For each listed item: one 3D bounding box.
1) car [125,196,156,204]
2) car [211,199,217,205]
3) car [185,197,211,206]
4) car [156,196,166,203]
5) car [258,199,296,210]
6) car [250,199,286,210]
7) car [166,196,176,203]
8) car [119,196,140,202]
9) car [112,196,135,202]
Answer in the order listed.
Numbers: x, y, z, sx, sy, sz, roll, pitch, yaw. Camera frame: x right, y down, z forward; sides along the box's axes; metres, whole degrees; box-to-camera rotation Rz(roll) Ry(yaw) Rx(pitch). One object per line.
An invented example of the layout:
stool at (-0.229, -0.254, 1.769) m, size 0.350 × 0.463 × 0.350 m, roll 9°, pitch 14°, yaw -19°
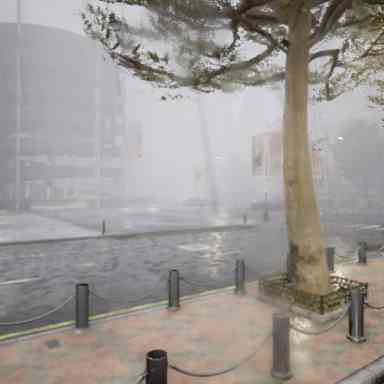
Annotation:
car at (-10.916, 1.740, 69.609) m, size 5.357 × 1.411 × 2.033 m, roll 0°, pitch 0°, yaw 30°
car at (2.867, 1.808, 62.079) m, size 1.994 × 1.385 × 4.181 m, roll 0°, pitch 0°, yaw -37°
car at (0.717, 1.729, 59.099) m, size 1.837 × 1.490 × 4.892 m, roll 1°, pitch -1°, yaw -38°
car at (-8.692, 1.720, 72.381) m, size 4.892 × 1.490 × 1.837 m, roll 0°, pitch 0°, yaw 30°
car at (12.425, 1.793, 48.894) m, size 2.033 × 1.411 × 5.357 m, roll 0°, pitch 0°, yaw -35°
car at (10.323, 1.824, 45.791) m, size 1.895 × 1.301 × 4.718 m, roll 0°, pitch 0°, yaw -35°
car at (-6.881, 1.721, 75.395) m, size 5.008 × 1.535 × 1.882 m, roll 0°, pitch 0°, yaw 30°
car at (-15.457, 1.665, 82.615) m, size 4.892 × 1.490 × 1.837 m, roll 0°, pitch 0°, yaw 12°
car at (-16.417, 1.635, 79.249) m, size 5.008 × 1.535 × 1.882 m, roll 0°, pitch 0°, yaw 12°
